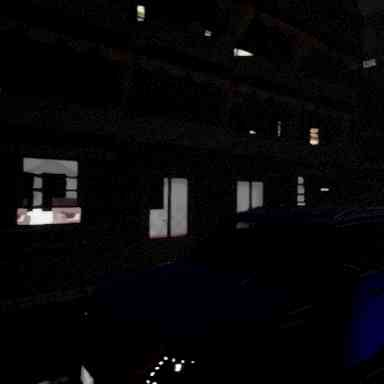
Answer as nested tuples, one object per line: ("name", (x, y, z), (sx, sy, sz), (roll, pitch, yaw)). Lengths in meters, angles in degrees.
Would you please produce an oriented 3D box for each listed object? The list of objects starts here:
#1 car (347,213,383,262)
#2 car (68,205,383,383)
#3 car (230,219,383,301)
("car", (7.823, 1.545, 12.122), (4.403, 1.369, 2.008), (0, 1, -35))
("car", (1.387, 1.223, 4.358), (5.566, 2.045, 2.150), (1, 0, -35))
("car", (3.288, 1.562, 8.888), (4.313, 1.339, 1.947), (0, 1, -35))
